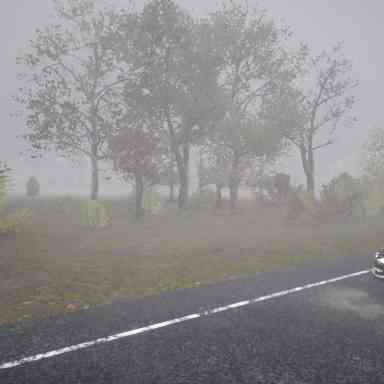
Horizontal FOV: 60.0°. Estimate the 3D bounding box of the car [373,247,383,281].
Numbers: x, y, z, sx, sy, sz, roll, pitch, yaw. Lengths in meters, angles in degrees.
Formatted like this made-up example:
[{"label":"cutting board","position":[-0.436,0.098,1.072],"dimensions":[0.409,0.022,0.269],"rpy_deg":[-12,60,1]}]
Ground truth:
[{"label":"car","position":[6.565,1.509,8.507],"dimensions":[4.892,1.490,1.837],"rpy_deg":[0,0,-34]}]
